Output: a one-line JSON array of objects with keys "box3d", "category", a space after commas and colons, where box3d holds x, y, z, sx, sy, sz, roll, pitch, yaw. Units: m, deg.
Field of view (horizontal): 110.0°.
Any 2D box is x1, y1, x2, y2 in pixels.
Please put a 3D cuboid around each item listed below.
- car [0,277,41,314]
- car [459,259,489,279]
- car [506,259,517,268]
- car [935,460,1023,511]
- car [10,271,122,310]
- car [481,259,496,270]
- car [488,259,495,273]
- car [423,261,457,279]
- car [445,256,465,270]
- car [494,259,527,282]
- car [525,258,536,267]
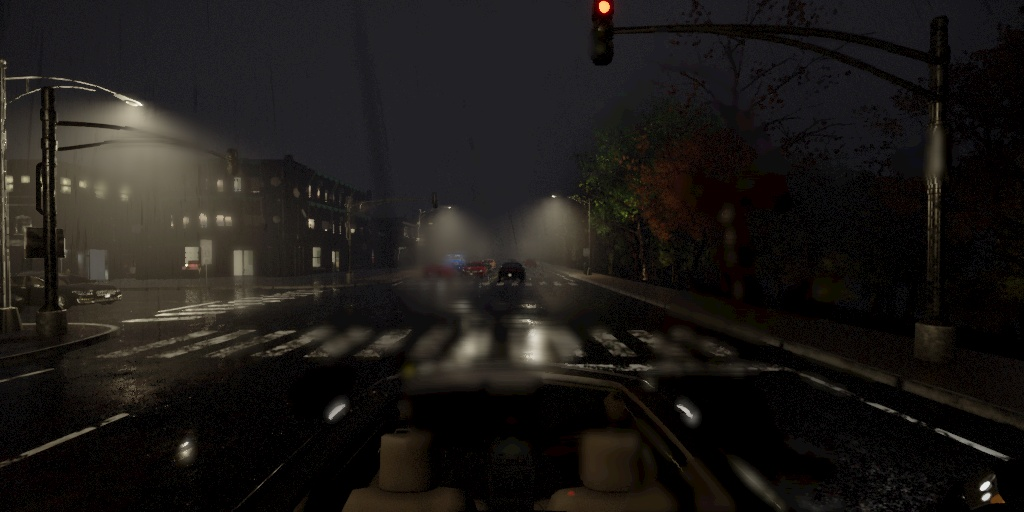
[{"box3d": [-19.971, 1.565, 12.521, 4.313, 1.339, 1.948, 0, 0, 0], "category": "car"}, {"box3d": [-3.411, 1.266, 33.087, 1.812, 1.442, 4.674, 0, 0, 0], "category": "car"}, {"box3d": [-0.037, 1.231, 63.189, 1.837, 1.490, 4.892, 0, 0, 0], "category": "car"}, {"box3d": [3.356, 1.314, 0.208, 1.994, 1.385, 4.181, 0, 0, 0], "category": "car"}, {"box3d": [-19.619, 1.472, 15.228, 4.892, 1.490, 1.837, 0, 1, 0], "category": "car"}, {"box3d": [-3.445, 1.209, 53.445, 1.882, 1.535, 5.008, 0, 0, 0], "category": "car"}, {"box3d": [-3.424, 1.240, 43.154, 1.837, 1.490, 4.892, 0, 0, 0], "category": "car"}, {"box3d": [-6.661, 1.341, 32.866, 1.895, 1.301, 4.718, 0, 0, 2], "category": "car"}, {"box3d": [-6.677, 0.957, 42.771, 2.150, 2.045, 5.566, 0, 0, 0], "category": "car"}, {"box3d": [0.004, 1.219, 28.424, 1.882, 1.535, 5.008, 1, 0, 4], "category": "car"}, {"box3d": [3.213, 1.204, 63.215, 1.882, 1.535, 5.008, 0, 0, 0], "category": "car"}]
